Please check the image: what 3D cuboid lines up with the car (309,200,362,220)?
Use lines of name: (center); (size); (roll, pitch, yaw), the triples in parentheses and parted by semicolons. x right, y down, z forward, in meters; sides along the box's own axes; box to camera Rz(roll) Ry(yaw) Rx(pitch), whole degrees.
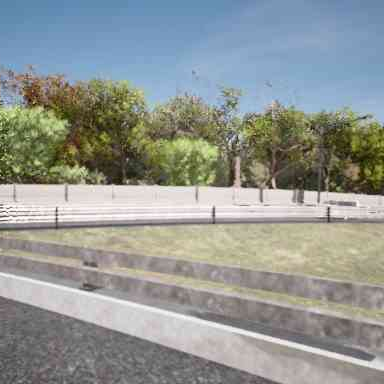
car: (14.921, 1.792, 34.565); (5.566, 2.045, 2.150); (3, -1, -19)
